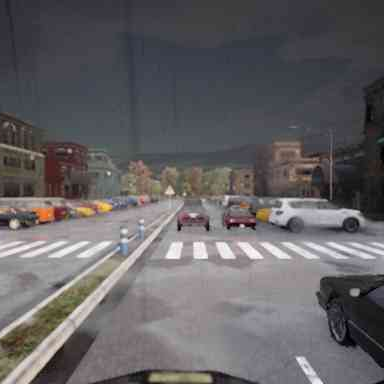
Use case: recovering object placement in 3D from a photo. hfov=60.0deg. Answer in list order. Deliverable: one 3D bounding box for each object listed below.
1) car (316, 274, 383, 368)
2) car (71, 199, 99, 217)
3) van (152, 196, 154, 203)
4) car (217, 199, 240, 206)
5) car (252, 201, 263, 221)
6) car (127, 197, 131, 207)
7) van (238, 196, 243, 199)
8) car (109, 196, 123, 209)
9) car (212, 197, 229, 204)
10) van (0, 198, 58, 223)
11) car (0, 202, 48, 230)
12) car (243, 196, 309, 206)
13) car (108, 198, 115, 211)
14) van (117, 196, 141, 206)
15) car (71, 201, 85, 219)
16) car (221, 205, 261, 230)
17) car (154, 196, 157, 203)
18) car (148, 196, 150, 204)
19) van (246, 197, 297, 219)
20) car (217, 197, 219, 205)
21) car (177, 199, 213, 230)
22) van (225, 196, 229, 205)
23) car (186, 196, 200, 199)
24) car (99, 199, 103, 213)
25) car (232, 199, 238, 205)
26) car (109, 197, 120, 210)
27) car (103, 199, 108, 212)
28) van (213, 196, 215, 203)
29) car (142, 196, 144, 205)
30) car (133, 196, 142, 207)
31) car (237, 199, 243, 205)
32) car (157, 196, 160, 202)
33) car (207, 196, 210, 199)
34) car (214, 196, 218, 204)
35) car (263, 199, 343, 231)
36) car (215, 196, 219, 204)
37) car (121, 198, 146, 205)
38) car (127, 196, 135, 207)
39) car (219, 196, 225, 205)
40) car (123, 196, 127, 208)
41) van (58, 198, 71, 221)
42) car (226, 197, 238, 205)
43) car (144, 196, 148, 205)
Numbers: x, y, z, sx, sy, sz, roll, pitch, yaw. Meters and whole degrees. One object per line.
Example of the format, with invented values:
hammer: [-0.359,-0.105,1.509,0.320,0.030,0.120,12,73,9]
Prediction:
car: [3.099,1.560,3.414,2.033,1.411,5.357,0,0,0]
car: [-12.416,1.730,32.985,5.366,1.575,1.946,0,0,0]
van: [-12.475,2.027,83.006,4.442,1.987,1.878,0,-1,0]
car: [7.595,2.140,70.330,4.674,1.452,2.002,0,-1,0]
car: [7.619,1.712,26.090,5.008,1.535,2.097,0,0,0]
car: [-12.595,1.934,52.438,4.674,1.452,2.002,0,-1,0]
van: [7.735,1.566,37.248,4.442,1.987,1.878,0,0,0]
car: [-12.567,1.717,46.880,4.553,1.767,2.185,0,0,0]
car: [7.618,2.226,89.630,4.553,1.767,2.185,0,-1,0]
van: [-12.720,1.442,24.649,4.442,1.987,1.878,0,0,0]
car: [-12.597,1.647,21.867,4.892,1.521,2.231,0,0,0]
car: [7.651,1.482,28.974,5.566,2.045,2.435,0,0,0]
car: [-12.595,1.797,41.325,5.008,1.535,2.097,0,0,0]
van: [-12.478,1.814,66.335,4.442,1.987,1.878,0,-1,0]
car: [-12.604,1.752,30.205,4.674,1.452,2.002,0,0,0]
car: [3.080,1.807,22.665,1.895,1.301,4.718,0,0,0]
car: [-12.619,2.041,85.787,5.566,2.045,2.435,0,-1,0]
car: [-12.563,2.171,74.667,4.792,1.488,2.163,0,-1,0]
van: [7.505,1.527,31.732,4.442,1.987,1.878,0,0,0]
car: [7.632,2.038,62.058,4.792,1.488,2.163,0,-1,0]
car: [0.086,1.561,22.960,2.097,1.767,4.553,0,0,0]
van: [7.726,1.677,51.033,4.442,1.987,1.878,0,-1,0]
car: [0.075,1.557,40.804,2.150,2.045,5.566,0,-1,0]
car: [-12.595,1.754,35.764,5.008,1.535,2.097,0,0,0]
car: [7.614,1.853,40.002,4.674,1.452,2.002,0,0,0]
car: [-12.605,1.821,44.101,4.892,1.521,2.231,0,0,0]
car: [-12.631,1.650,38.544,4.553,1.767,2.185,0,0,0]
van: [7.479,1.906,72.966,4.442,1.987,1.878,0,-1,0]
car: [-12.410,2.005,63.553,5.366,1.575,1.946,0,-1,0]
car: [-12.568,1.726,60.778,5.566,2.045,2.435,0,-1,0]
car: [7.625,1.772,34.488,5.008,1.535,2.097,0,0,0]
car: [-12.561,2.165,93.998,5.566,2.045,2.435,0,-1,0]
car: [7.589,2.433,95.141,5.008,1.535,2.097,0,-1,0]
car: [7.785,2.066,67.572,5.366,1.575,1.946,0,-1,0]
car: [7.657,1.565,23.334,4.553,1.767,2.185,0,0,0]
car: [7.595,2.039,64.817,4.892,1.521,2.231,0,-1,0]
car: [-12.587,2.108,71.890,4.892,1.521,2.231,0,-1,0]
car: [-12.591,1.922,55.217,4.892,1.521,2.231,0,-1,0]
car: [7.636,1.676,53.791,5.566,2.045,2.435,0,-1,0]
car: [-12.567,1.743,49.660,4.553,1.767,2.185,0,-1,0]
van: [-12.719,1.464,27.428,4.442,1.987,1.878,0,0,0]
car: [7.429,1.831,42.760,5.366,1.575,1.946,0,0,0]
car: [-12.566,1.821,69.112,5.566,2.045,2.435,0,-1,0]
